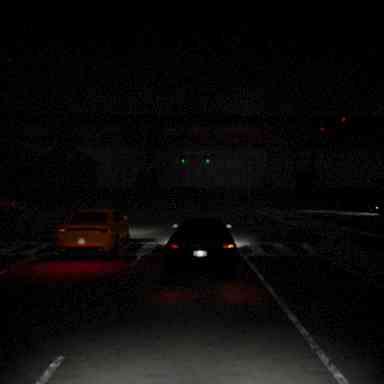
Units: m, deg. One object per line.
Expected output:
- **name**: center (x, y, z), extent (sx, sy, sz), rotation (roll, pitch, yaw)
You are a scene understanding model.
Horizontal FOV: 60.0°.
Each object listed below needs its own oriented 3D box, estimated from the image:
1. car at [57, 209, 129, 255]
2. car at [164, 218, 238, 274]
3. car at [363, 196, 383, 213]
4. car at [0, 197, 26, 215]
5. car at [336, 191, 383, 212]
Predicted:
- **car**: center (-3.623, 1.379, 12.918), extent (1.882, 1.535, 5.008), rotation (0, 1, -4)
- **car**: center (0.304, 1.485, 10.295), extent (1.994, 1.385, 4.181), rotation (0, 0, 3)
- **car**: center (19.287, 1.312, 30.898), extent (5.357, 1.411, 2.033), rotation (0, 0, 0)
- **car**: center (-17.459, 1.251, 30.005), extent (5.008, 1.535, 1.882), rotation (0, 0, 16)
- **car**: center (17.929, 0.956, 34.400), extent (5.566, 2.045, 2.150), rotation (-1, 0, 0)
